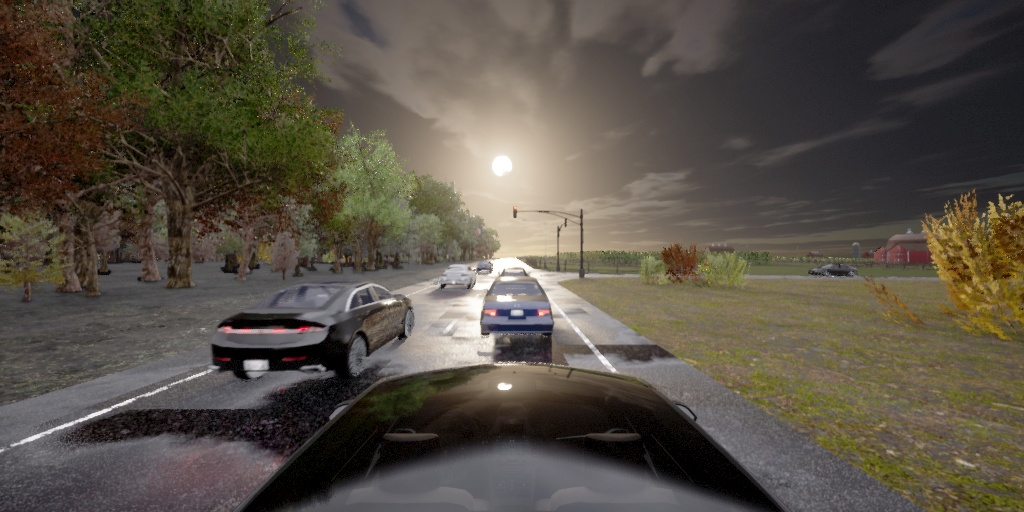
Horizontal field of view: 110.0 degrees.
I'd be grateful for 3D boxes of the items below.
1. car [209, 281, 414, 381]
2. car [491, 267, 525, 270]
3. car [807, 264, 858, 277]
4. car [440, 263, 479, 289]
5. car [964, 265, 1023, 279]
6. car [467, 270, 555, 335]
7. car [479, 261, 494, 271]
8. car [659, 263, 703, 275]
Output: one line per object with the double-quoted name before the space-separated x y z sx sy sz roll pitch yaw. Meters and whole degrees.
"car" -3.397 1.239 7.189 2.128 1.511 4.902 0 0 0
"car" 0.114 1.309 19.639 1.994 1.385 4.181 0 0 0
"car" 37.192 1.697 41.661 4.892 1.490 1.837 1 -1 0
"car" -3.392 1.269 23.108 1.812 1.442 4.674 0 0 0
"car" 51.436 1.890 37.965 4.718 1.301 1.895 1 -1 1
"car" 0.105 1.295 10.396 2.033 1.411 5.357 0 0 0
"car" -3.381 1.281 45.212 2.033 1.411 5.357 0 0 0
"car" 19.957 1.551 41.756 5.357 1.411 2.033 1 -1 0
